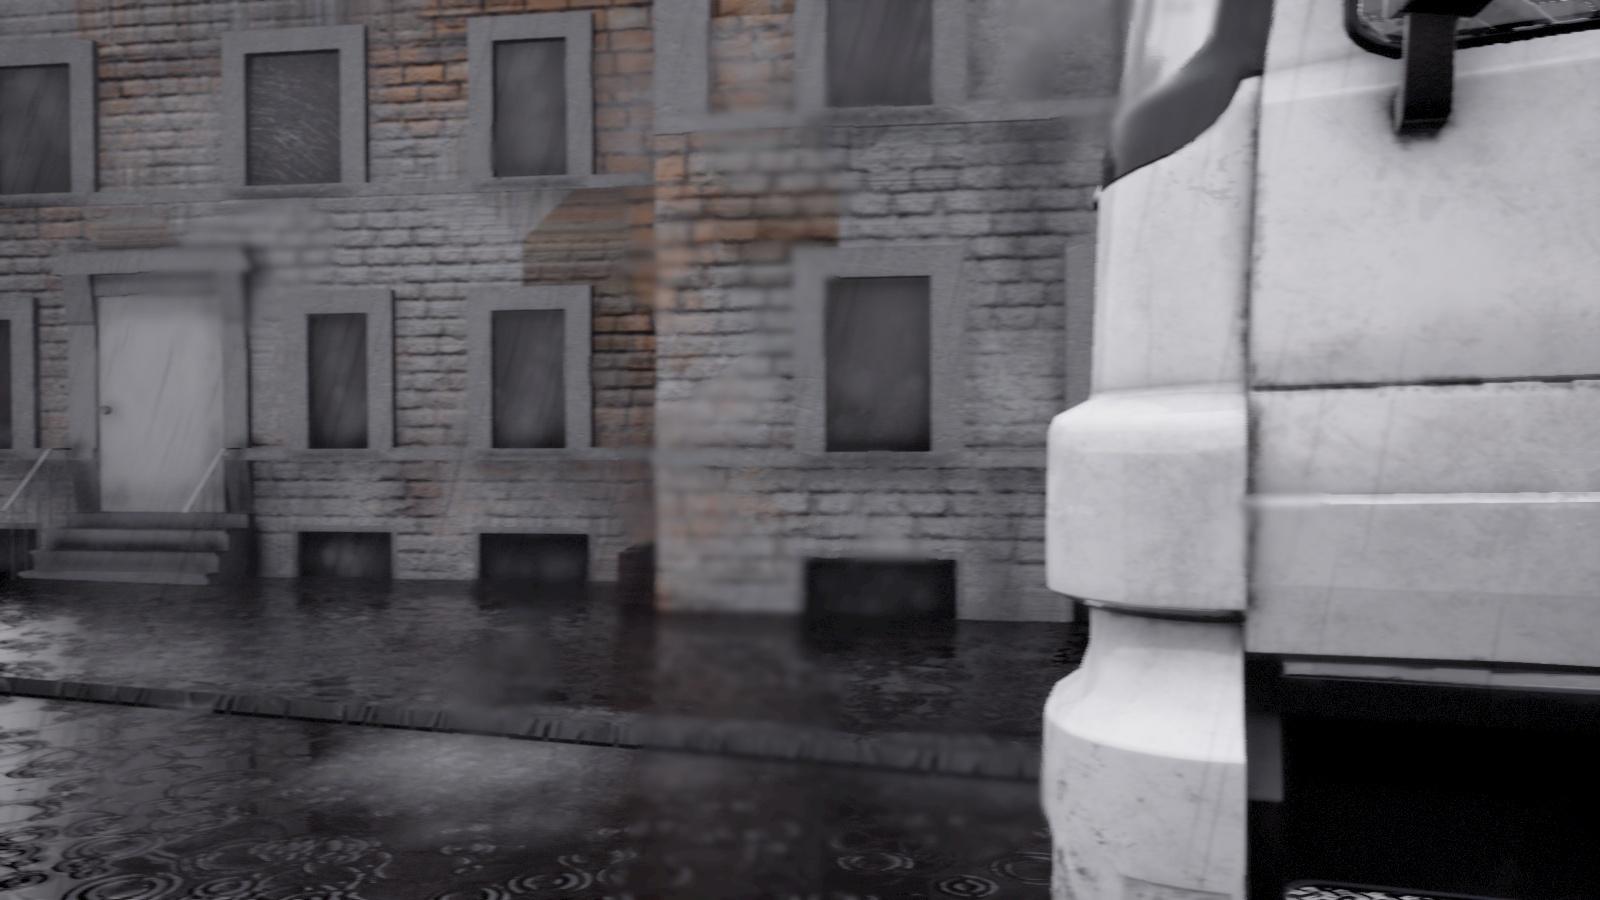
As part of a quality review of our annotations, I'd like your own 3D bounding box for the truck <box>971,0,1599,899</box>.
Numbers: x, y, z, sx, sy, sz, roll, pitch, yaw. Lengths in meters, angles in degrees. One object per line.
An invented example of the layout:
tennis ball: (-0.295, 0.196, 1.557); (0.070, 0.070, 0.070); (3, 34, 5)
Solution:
truck: (4.510, -0.173, 2.189); (7.936, 3.462, 2.891); (1, 1, 19)
